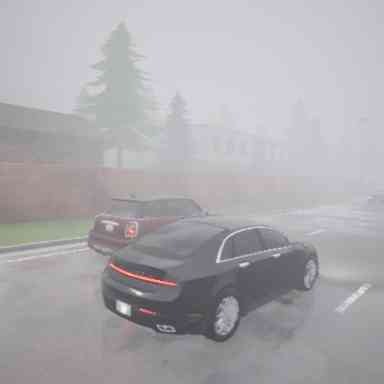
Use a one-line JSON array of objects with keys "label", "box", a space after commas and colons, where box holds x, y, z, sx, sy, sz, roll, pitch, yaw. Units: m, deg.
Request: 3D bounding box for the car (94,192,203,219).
[{"label": "car", "box": [-0.648, 0.868, 9.839, 2.097, 1.767, 4.553, 4, 4, 41]}]

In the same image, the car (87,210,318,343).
[{"label": "car", "box": [0.722, 1.226, 6.108, 1.837, 1.490, 4.892, 4, 3, 41]}]

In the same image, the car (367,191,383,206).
[{"label": "car", "box": [17.737, 0.596, 30.870, 1.812, 1.442, 4.674, 4, 3, 41]}]
